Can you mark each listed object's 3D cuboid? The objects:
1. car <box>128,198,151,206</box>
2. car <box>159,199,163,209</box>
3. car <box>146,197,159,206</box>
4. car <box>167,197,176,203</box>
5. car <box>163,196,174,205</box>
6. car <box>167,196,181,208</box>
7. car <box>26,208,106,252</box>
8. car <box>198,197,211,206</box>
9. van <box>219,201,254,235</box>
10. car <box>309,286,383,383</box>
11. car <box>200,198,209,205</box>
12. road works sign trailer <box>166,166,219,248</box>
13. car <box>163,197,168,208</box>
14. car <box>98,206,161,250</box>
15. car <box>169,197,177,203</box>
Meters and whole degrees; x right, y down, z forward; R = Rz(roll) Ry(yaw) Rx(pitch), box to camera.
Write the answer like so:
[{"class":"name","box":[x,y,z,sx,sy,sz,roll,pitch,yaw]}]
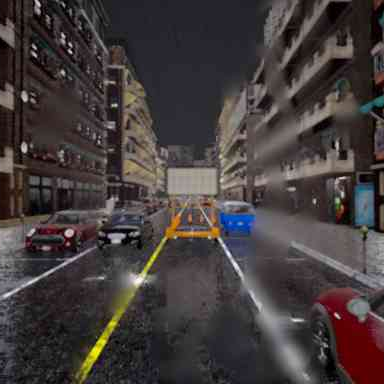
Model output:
[{"class":"car","box":[-5.291,1.656,30.767,1.967,1.590,4.097,1,0,0]},{"class":"car","box":[-5.283,1.607,41.865,2.192,1.841,5.009,1,0,0]},{"class":"car","box":[-5.286,1.569,36.316,2.192,1.841,5.009,1,0,0]},{"class":"car","box":[-5.263,2.143,86.255,2.008,1.369,4.403,1,0,0]},{"class":"car","box":[-5.266,1.833,75.158,2.192,1.841,5.009,1,0,0]},{"class":"car","box":[-2.790,1.907,54.860,1.812,1.442,4.674,0,0,0]},{"class":"car","box":[-5.299,1.540,14.120,1.967,1.590,4.097,1,0,0]},{"class":"car","box":[2.604,1.846,58.528,1.967,1.590,4.097,1,0,0]},{"class":"van","box":[2.585,1.480,19.685,1.690,1.788,3.998,1,0,0]},{"class":"car","box":[2.575,1.463,3.037,1.967,1.590,4.097,1,0,0]},{"class":"car","box":[2.609,2.007,69.795,1.752,1.417,4.829,1,0,0]},{"class":"road works sign trailer","box":[0.014,0.574,15.495,2.380,3.560,2.880,0,0,0]},{"class":"car","box":[-5.281,1.950,52.961,1.802,1.307,4.206,1,0,0]},{"class":"car","box":[-2.844,1.597,14.952,2.128,1.511,4.902,0,0,0]},{"class":"car","box":[-5.261,2.196,91.803,1.947,1.339,4.313,1,0,0]}]
